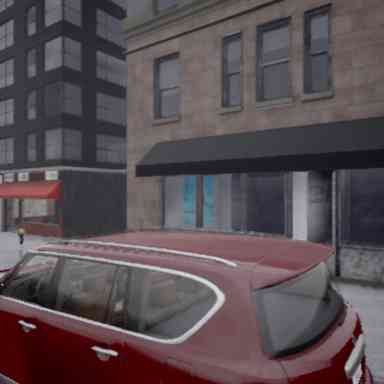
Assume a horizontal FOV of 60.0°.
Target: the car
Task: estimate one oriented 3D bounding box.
[{"bbox_3d":[-0.822,1.349,3.654,5.009,1.841,2.192,-1,0,36],"label":"car"}]
